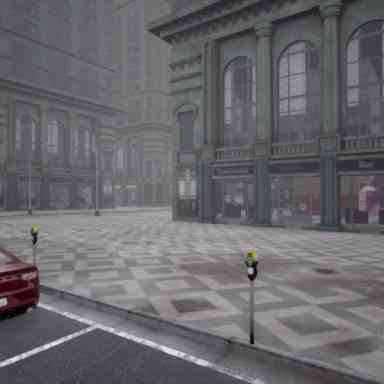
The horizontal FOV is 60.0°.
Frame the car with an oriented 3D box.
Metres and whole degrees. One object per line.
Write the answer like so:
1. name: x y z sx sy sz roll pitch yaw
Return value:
1. car: -4.713 1.544 6.316 4.507 1.381 1.887 0 0 35
